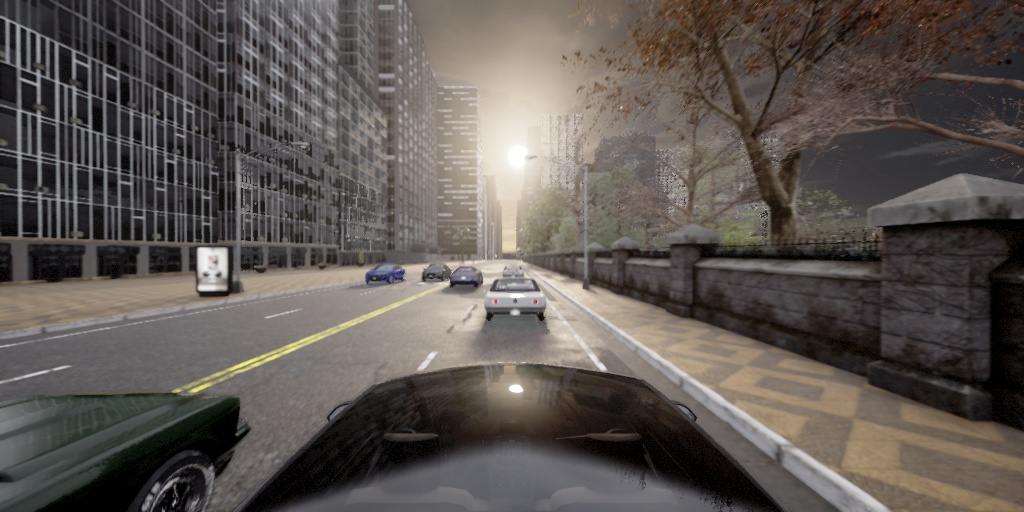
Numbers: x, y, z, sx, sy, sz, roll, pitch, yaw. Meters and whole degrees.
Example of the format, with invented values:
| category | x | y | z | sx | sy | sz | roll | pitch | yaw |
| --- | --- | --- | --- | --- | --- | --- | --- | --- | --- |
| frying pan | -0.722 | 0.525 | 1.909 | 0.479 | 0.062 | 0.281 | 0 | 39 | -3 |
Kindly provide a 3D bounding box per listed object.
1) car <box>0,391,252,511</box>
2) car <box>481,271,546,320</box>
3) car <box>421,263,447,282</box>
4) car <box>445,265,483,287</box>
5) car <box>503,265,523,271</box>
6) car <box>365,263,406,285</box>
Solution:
| category | x | y | z | sx | sy | sz | roll | pitch | yaw |
| --- | --- | --- | --- | --- | --- | --- | --- | --- | --- |
| car | -3.150 | 1.348 | 0.890 | 1.895 | 1.301 | 4.718 | 0 | 0 | 0 |
| car | 0.099 | 1.399 | 12.904 | 1.895 | 1.301 | 4.718 | 0 | 0 | 0 |
| car | -6.506 | 1.391 | 31.171 | 1.837 | 1.490 | 4.892 | 0 | -1 | 0 |
| car | -3.152 | 1.417 | 25.332 | 1.994 | 1.385 | 4.181 | 0 | 0 | 0 |
| car | 0.098 | 1.486 | 32.734 | 1.895 | 1.301 | 4.718 | 0 | 0 | 0 |
| car | -9.783 | 1.343 | 28.061 | 1.882 | 1.535 | 5.008 | 0 | 0 | 1 |
